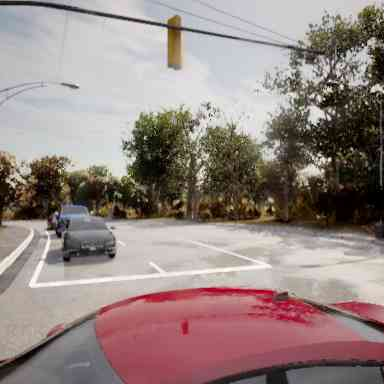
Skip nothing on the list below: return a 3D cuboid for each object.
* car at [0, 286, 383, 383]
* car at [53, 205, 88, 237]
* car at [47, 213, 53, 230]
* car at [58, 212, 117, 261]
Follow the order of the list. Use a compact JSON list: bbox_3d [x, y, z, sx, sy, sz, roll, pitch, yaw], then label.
[{"bbox_3d":[-0.128,1.482,2.081,5.008,1.535,1.882,0,0,-21],"label":"car"},{"bbox_3d":[-8.125,1.931,22.787,2.150,2.045,5.566,0,-3,-24],"label":"car"},{"bbox_3d":[-12.582,2.692,31.896,2.097,1.767,4.553,0,-4,-29],"label":"car"},{"bbox_3d":[-4.334,1.770,13.614,1.837,1.490,4.892,0,-2,-23],"label":"car"}]
